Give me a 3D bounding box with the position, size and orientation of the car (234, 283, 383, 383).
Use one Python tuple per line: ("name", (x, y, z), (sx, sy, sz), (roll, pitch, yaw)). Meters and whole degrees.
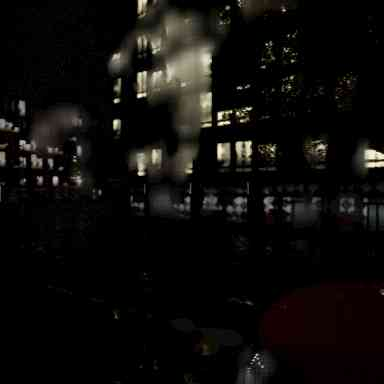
("car", (2.927, 1.213, 1.596), (5.566, 2.045, 2.150), (0, 0, 36))
